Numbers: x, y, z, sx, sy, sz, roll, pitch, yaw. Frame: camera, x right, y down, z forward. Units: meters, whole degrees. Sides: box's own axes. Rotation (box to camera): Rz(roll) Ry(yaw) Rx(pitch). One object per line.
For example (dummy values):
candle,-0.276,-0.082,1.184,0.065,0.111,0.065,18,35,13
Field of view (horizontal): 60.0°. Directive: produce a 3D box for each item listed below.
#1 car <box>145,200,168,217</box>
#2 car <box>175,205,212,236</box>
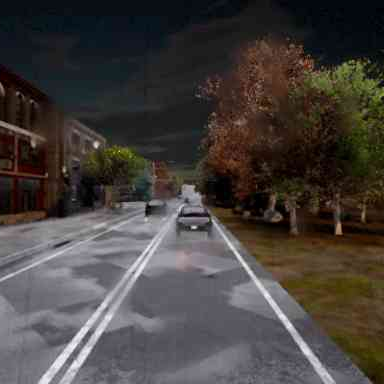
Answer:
car,-3.344,1.476,32.008,1.882,1.535,5.008,0,0,0
car,0.101,1.491,18.483,2.128,1.511,4.902,0,0,0
